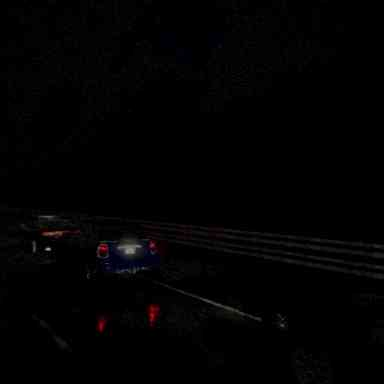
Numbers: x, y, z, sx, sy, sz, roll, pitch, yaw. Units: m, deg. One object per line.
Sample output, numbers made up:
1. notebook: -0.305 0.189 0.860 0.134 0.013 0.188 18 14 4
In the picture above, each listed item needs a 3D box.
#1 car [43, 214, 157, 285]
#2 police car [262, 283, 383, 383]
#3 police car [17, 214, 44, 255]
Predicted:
1. car: -3.071 1.714 11.030 2.097 1.767 4.553 3 -3 -39
2. police car: 3.090 1.646 3.429 1.930 1.638 5.238 3 -3 -39
3. police car: -6.879 1.879 15.785 1.930 1.638 5.238 3 -3 -38
